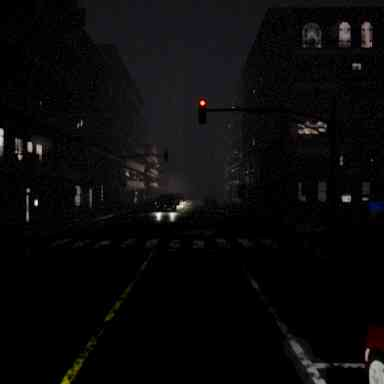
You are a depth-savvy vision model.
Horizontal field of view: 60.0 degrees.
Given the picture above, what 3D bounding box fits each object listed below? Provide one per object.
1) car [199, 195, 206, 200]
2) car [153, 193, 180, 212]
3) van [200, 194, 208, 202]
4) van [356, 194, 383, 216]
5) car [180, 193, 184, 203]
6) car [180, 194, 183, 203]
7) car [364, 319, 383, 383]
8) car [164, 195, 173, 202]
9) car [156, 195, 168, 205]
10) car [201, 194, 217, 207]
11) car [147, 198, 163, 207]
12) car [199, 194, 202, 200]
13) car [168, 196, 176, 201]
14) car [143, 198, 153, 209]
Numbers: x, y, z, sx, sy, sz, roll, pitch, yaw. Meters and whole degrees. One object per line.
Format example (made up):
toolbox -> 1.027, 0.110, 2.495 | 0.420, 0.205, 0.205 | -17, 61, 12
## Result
car -> 2.946, 1.601, 95.027 | 1.887, 1.381, 4.507 | -1, 0, 0
car -> -2.989, 1.228, 40.086 | 2.150, 2.045, 5.566 | 0, 0, 0
van -> 2.898, 1.378, 78.443 | 1.690, 1.788, 3.998 | -1, 0, 0
van -> 15.716, 1.035, 27.340 | 3.998, 1.788, 1.690 | -1, 1, -1
car -> -2.806, 1.242, 70.092 | 2.150, 2.045, 5.566 | 0, 0, 0
car -> -2.941, 1.562, 54.560 | 2.033, 1.411, 5.357 | 0, 0, 0
car -> 2.687, 1.544, 1.805 | 1.887, 1.381, 4.507 | 0, 0, 0
car -> -5.481, 1.562, 78.302 | 1.752, 1.417, 4.829 | -1, 0, 0
car -> -5.528, 1.461, 61.888 | 1.967, 1.590, 4.097 | -1, 0, 0
car -> 2.822, 1.453, 50.804 | 1.967, 1.590, 4.097 | -1, 0, 0
car -> -5.557, 1.579, 50.832 | 1.947, 1.339, 4.313 | 0, 0, 0
car -> 2.869, 1.577, 67.388 | 2.008, 1.369, 4.403 | -1, 0, 0
car -> -5.449, 1.631, 89.528 | 1.802, 1.307, 4.206 | -1, 0, 0
car -> -5.572, 1.560, 45.305 | 2.008, 1.369, 4.403 | 0, 0, 0
